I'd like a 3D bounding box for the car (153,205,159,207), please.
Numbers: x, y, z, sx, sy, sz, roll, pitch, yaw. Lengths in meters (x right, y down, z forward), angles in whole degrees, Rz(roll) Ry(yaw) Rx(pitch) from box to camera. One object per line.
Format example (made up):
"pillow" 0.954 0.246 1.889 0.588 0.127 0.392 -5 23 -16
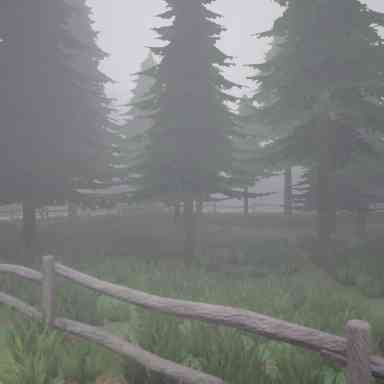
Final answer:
"car" -4.159 1.532 32.457 4.892 1.490 1.837 0 -2 -22
